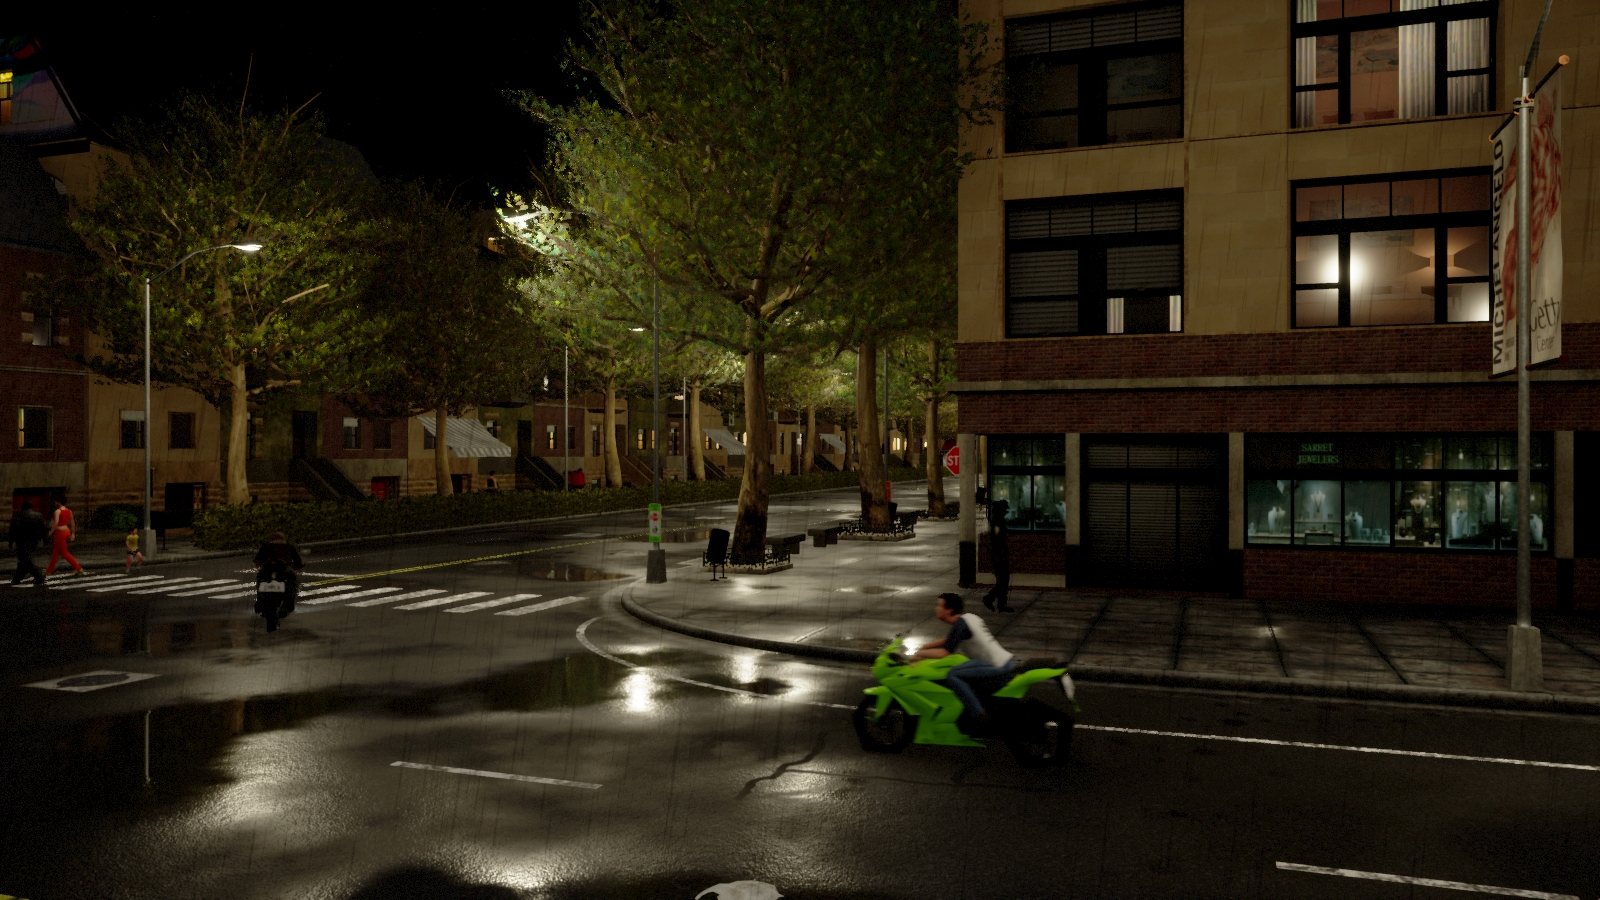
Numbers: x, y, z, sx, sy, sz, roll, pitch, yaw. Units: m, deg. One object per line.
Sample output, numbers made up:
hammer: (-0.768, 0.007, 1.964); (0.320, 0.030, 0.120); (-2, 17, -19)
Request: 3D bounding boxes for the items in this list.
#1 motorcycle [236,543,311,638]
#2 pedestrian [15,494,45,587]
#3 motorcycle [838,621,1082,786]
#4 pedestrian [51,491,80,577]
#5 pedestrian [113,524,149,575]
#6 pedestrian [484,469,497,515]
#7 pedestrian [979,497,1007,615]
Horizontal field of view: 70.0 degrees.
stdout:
motorcycle: (-8.376, 2.205, 18.260); (0.867, 1.251, 2.209); (3, -1, -20)
pedestrian: (-15.832, 1.849, 23.489); (0.375, 1.860, 0.375); (0, 0, 22)
motorcycle: (1.434, 2.213, 10.212); (2.033, 1.145, 0.803); (0, 0, 21)
pedestrian: (-16.199, 1.849, 25.204); (0.375, 1.860, 0.375); (0, 0, 6)
pedestrian: (-15.044, 2.229, 25.704); (0.500, 1.100, 0.500); (0, 0, 19)
pedestrian: (-12.582, 1.696, 46.456); (0.375, 1.860, 0.375); (0, 0, 18)
pedestrian: (3.113, 1.699, 18.437); (0.375, 1.860, 0.375); (0, 0, -2)
